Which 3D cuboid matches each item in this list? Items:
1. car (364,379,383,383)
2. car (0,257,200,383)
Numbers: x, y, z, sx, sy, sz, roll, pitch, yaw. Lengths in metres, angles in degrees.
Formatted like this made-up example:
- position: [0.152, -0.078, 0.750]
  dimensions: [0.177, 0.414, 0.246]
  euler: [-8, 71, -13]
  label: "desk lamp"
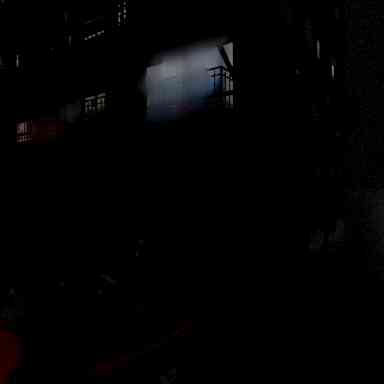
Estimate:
- position: [2.569, 1.566, 1.047]
  dimensions: [4.313, 1.339, 1.947]
  euler: [0, 0, 35]
  label: "car"
- position: [-2.023, 1.545, 4.316]
  dimensions: [4.507, 1.381, 1.887]
  euler: [0, 0, 35]
  label: "car"
